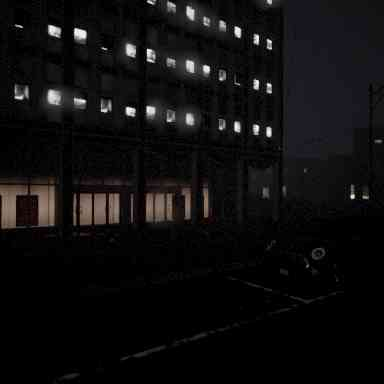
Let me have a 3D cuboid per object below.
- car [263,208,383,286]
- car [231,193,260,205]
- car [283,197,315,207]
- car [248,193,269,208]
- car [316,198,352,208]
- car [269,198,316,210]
[{"bbox_3d":[3.888,1.441,9.330,4.097,1.590,1.967,0,0,-36],"label":"car"},{"bbox_3d":[9.232,1.169,57.629,2.192,1.841,5.009,1,0,-35],"label":"car"},{"bbox_3d":[15.524,1.481,48.519,1.802,1.307,4.206,1,0,-35],"label":"car"},{"bbox_3d":[8.631,1.168,43.757,2.192,1.841,5.009,1,0,-35],"label":"car"},{"bbox_3d":[18.576,1.447,44.103,1.752,1.417,4.829,1,0,-35],"label":"car"},{"bbox_3d":[11.777,1.427,39.201,2.008,1.369,4.403,1,0,-35],"label":"car"}]
